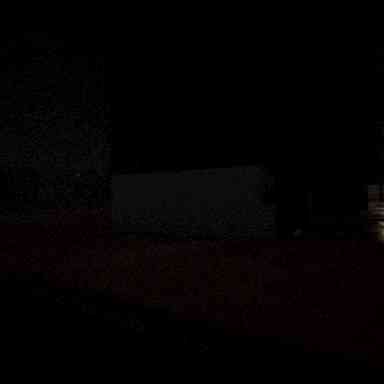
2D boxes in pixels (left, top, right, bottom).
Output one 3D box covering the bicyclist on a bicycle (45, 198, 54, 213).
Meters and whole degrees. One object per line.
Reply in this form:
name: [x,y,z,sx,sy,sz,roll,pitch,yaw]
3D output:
bicyclist on a bicycle: [-15.208,1.448,35.476,1.656,1.620,0.582,-2,-1,37]
